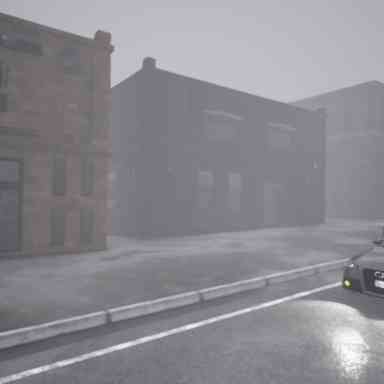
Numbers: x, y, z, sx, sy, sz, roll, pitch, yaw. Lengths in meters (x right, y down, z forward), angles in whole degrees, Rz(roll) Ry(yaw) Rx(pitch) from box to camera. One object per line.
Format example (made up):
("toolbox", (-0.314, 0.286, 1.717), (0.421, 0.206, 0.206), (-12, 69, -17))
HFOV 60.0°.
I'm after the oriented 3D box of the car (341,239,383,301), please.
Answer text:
("car", (5.207, 1.553, 7.375), (4.181, 1.385, 1.994), (0, 0, -35))
